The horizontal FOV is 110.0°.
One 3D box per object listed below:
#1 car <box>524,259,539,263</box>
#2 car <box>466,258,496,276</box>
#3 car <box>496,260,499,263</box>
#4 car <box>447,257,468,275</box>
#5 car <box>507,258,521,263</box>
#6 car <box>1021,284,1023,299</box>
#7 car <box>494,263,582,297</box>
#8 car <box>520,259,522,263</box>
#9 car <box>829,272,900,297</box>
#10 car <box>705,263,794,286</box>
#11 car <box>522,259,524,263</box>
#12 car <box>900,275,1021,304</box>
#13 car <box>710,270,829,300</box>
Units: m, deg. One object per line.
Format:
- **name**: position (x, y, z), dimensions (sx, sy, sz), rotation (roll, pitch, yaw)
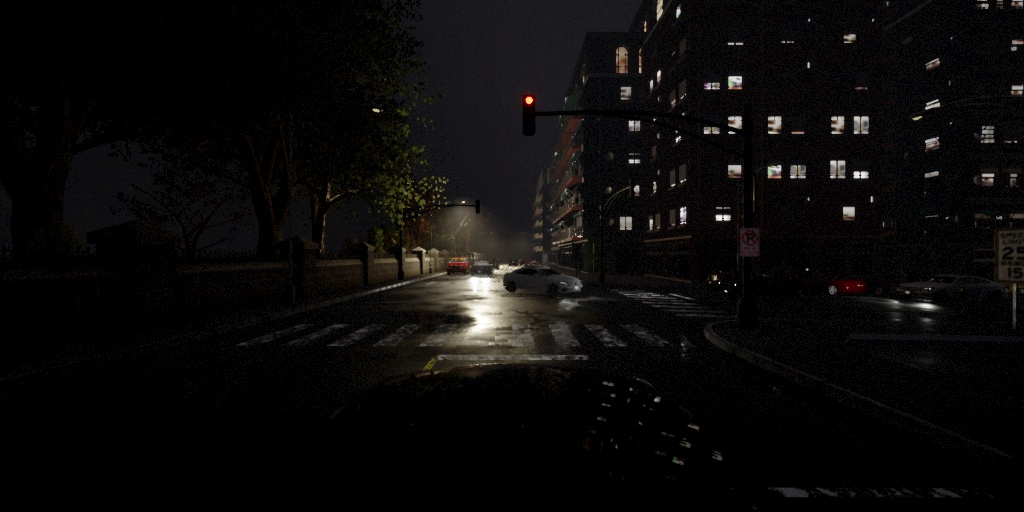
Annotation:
- **car**: position (2.735, 1.283, 44.214), dimensions (1.751, 1.417, 4.829), rotation (0, 0, 0)
- **car**: position (-3.064, 1.244, 36.498), dimensions (2.128, 1.511, 4.902), rotation (0, 0, 0)
- **car**: position (-3.037, 1.115, 53.172), dimensions (2.097, 1.767, 4.553), rotation (0, 0, 0)
- **car**: position (-5.651, 1.069, 38.517), dimensions (2.192, 1.841, 5.009), rotation (0, 0, 0)
- **car**: position (0.166, 1.319, 64.291), dimensions (2.033, 1.411, 5.357), rotation (0, 0, -1)
- **car**: position (31.536, 1.857, 21.946), dimensions (4.829, 1.417, 1.751), rotation (0, 0, 0)
- **car**: position (1.449, 1.275, 19.007), dimensions (4.674, 1.442, 1.812), rotation (0, 0, 44)
- **car**: position (2.747, 1.316, 55.115), dimensions (2.007, 1.370, 4.403), rotation (0, 0, 0)
- **car**: position (20.314, 1.671, 21.923), dimensions (4.507, 1.381, 1.888), rotation (0, 0, 0)
- **car**: position (14.619, 1.338, 21.911), dimensions (5.009, 1.841, 2.192), rotation (0, 0, 0)
- **car**: position (2.741, 1.306, 49.579), dimensions (1.888, 1.381, 4.507), rotation (0, 0, 0)
- **car**: position (23.664, 1.723, 19.333), dimensions (4.674, 1.442, 1.812), rotation (1, 0, 0)
- **car**: position (13.722, 1.618, 19.315), dimensions (4.718, 1.301, 1.895), rotation (1, 0, 0)
